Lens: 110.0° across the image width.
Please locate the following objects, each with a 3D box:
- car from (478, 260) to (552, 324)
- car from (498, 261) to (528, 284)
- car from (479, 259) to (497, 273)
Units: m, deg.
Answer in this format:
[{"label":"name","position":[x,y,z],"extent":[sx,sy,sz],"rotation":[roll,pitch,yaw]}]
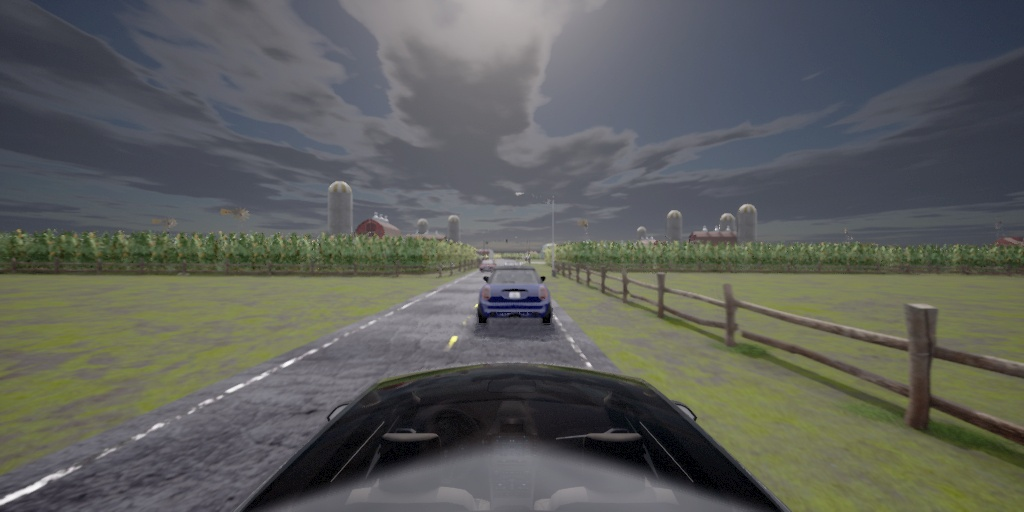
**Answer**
[{"label":"car","position":[0.081,1.067,11.939],"extent":[2.097,1.767,4.553],"rotation":[0,0,0]},{"label":"car","position":[0.078,1.160,27.423],"extent":[2.128,1.511,4.902],"rotation":[0,0,0]},{"label":"car","position":[-2.849,1.157,42.765],"extent":[1.812,1.442,4.674],"rotation":[0,0,0]}]
